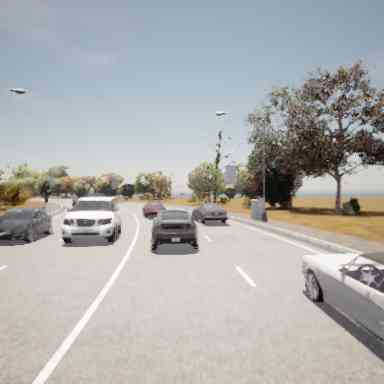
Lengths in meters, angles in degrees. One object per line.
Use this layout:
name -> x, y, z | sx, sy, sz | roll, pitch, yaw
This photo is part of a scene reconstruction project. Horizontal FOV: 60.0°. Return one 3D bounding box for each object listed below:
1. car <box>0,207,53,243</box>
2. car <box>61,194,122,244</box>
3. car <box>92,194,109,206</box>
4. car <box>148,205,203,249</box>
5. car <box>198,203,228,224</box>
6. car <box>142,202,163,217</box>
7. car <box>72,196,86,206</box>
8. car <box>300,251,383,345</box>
car -> -8.246, 1.536, 16.239 | 1.837, 1.490, 4.892 | 0, 0, -7
car -> -4.722, 1.247, 16.429 | 2.150, 2.045, 5.566 | 0, 0, -7
car -> -15.832, 1.294, 57.581 | 2.150, 2.045, 5.566 | 0, 0, -23
car -> -0.834, 1.521, 14.681 | 1.837, 1.490, 4.892 | 0, 0, -6
car -> 1.257, 1.573, 25.279 | 2.033, 1.411, 5.357 | 0, 0, -10
car -> -3.625, 1.603, 31.639 | 1.994, 1.385, 4.181 | 0, 0, -12
car -> -18.937, 1.550, 55.828 | 1.882, 1.535, 5.008 | 0, 0, -23
car -> 3.396, 1.599, 5.303 | 1.895, 1.301, 4.718 | 0, 0, -2
